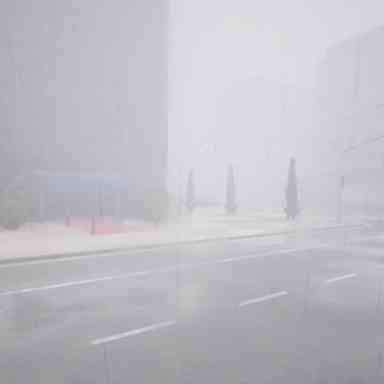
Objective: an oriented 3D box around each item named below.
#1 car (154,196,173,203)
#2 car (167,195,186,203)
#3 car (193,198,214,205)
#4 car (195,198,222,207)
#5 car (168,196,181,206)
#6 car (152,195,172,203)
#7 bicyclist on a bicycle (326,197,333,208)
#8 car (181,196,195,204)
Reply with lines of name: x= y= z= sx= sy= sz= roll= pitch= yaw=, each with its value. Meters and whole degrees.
car: x=-6.305 y=1.558 z=72.868 sx=1.882 sy=1.535 sz=5.008 roll=0 pitch=0 yaw=-35
car: x=-3.435 y=1.575 z=74.871 sx=1.882 sy=1.535 sz=5.008 roll=0 pitch=0 yaw=-35
car: x=2.253 y=1.792 z=66.814 sx=1.895 sy=1.301 sz=4.718 roll=0 pitch=0 yaw=-34
car: x=2.948 y=1.720 z=53.345 sx=1.994 sy=1.385 sz=4.181 roll=0 pitch=0 yaw=-35
car: x=-4.413 y=1.491 z=57.812 sx=2.097 sy=1.767 sz=4.553 roll=0 pitch=0 yaw=-35
car: x=-6.071 y=1.335 z=66.421 sx=1.812 sy=1.442 sz=4.674 roll=0 pitch=0 yaw=-35
bicyclist on a bicycle: x=20.386 y=1.515 z=49.280 sx=1.656 sy=1.620 sz=0.582 roll=0 pitch=0 yaw=-35
car: x=-0.723 y=1.665 z=64.965 sx=2.128 sy=1.511 sz=4.902 roll=0 pitch=0 yaw=-34
